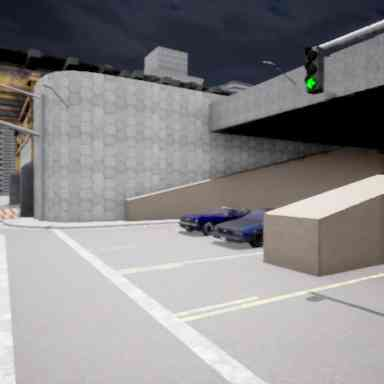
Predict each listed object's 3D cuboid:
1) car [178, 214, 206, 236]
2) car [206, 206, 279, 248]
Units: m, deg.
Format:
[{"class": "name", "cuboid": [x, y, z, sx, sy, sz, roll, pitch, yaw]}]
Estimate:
[{"class": "car", "cuboid": [1.680, 1.410, 17.169, 4.718, 1.301, 1.895, 0, 1, -31]}, {"class": "car", "cuboid": [3.491, 1.401, 14.174, 5.357, 1.411, 2.033, 0, 1, -31]}]
